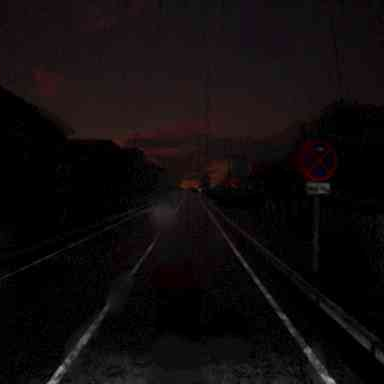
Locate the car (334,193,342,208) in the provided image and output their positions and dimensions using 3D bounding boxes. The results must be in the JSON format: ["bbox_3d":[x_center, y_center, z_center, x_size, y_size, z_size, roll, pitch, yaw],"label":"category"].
[{"bbox_3d":[18.835,1.152,36.748,4.792,1.488,2.163,0,1,0],"label":"car"}]

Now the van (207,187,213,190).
[{"bbox_3d":[5.793,0.423,66.667,4.442,1.987,1.878,0,1,0],"label":"van"}]

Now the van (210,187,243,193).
[{"bbox_3d":[5.583,0.673,52.646,4.442,1.987,1.878,0,1,0],"label":"van"}]

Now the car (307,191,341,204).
[{"bbox_3d":[18.797,1.005,45.073,5.008,1.535,2.097,0,1,0],"label":"car"}]

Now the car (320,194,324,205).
[{"bbox_3d":[18.802,1.044,42.298,5.008,1.535,2.097,0,1,0],"label":"car"}]

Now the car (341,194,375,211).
[{"bbox_3d":[18.625,1.158,33.972,5.366,1.575,1.946,0,1,0],"label":"car"}]

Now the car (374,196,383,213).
[{"bbox_3d":[18.791,1.269,28.421,4.792,1.488,2.163,0,1,0],"label":"car"}]

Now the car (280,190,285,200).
[{"bbox_3d":[18.740,0.827,58.949,4.792,1.488,2.163,0,1,0],"label":"car"}]

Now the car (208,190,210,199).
[{"bbox_3d":[5.720,0.839,58.254,4.792,1.488,2.163,0,1,0],"label":"car"}]

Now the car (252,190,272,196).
[{"bbox_3d":[18.724,0.150,89.484,4.892,1.521,2.231,0,1,0],"label":"car"}]

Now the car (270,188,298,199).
[{"bbox_3d":[18.731,0.440,64.501,5.566,2.045,2.435,0,1,0],"label":"car"}]

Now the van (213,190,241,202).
[{"bbox_3d":[5.812,0.628,55.448,4.442,1.987,1.878,0,1,0],"label":"van"}]

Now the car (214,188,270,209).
[{"bbox_3d":[5.695,0.845,38.627,5.566,2.045,2.435,0,1,0],"label":"car"}]

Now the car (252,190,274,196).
[{"bbox_3d":[18.538,0.206,86.707,5.366,1.575,1.946,0,1,0],"label":"car"}]

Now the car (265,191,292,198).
[{"bbox_3d":[18.932,0.510,72.832,5.366,1.575,1.946,0,1,0],"label":"car"}]

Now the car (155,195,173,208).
[{"bbox_3d":[-3.355,1.081,40.111,2.128,1.511,4.902,0,1,0],"label":"car"}]

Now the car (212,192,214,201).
[{"bbox_3d":[5.533,1.054,41.434,5.366,1.575,1.946,0,1,0],"label":"car"}]

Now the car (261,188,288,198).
[{"bbox_3d":[18.770,0.201,75.602,5.566,2.045,2.435,0,1,0],"label":"car"}]

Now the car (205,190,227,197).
[{"bbox_3d":[5.651,0.404,77.880,4.892,1.521,2.231,0,1,0],"label":"car"}]

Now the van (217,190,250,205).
[{"bbox_3d":[5.826,0.753,47.037,4.442,1.987,1.878,0,1,0],"label":"van"}]

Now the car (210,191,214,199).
[{"bbox_3d":[5.699,0.939,49.843,5.008,1.535,2.097,0,1,0],"label":"car"}]

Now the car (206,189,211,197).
[{"bbox_3d":[5.687,0.705,63.864,4.892,1.521,2.231,0,1,0],"label":"car"}]

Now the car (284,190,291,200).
[{"bbox_3d":[18.958,0.839,56.178,5.366,1.575,1.946,0,1,0],"label":"car"}]

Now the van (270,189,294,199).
[{"bbox_3d":[18.867,0.349,70.053,4.442,1.987,1.878,0,1,0],"label":"van"}]

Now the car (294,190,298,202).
[{"bbox_3d":[18.777,0.928,50.623,4.892,1.521,2.231,0,1,0],"label":"car"}]

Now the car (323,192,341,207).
[{"bbox_3d":[18.808,1.085,39.522,4.892,1.521,2.231,0,1,0],"label":"car"}]

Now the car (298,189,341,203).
[{"bbox_3d":[18.759,0.715,47.845,5.566,2.045,2.435,0,1,0],"label":"car"}]

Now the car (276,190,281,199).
[{"bbox_3d":[18.793,0.774,61.732,4.792,1.488,2.163,0,1,0],"label":"car"}]

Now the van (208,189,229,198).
[{"bbox_3d":[5.784,0.300,72.270,4.442,1.987,1.878,0,1,0],"label":"van"}]

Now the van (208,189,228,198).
[{"bbox_3d":[5.779,0.239,75.073,4.442,1.987,1.878,0,1,0],"label":"van"}]

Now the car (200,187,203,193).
[{"bbox_3d":[5.615,-0.032,86.282,5.566,2.045,2.435,0,1,0],"label":"car"}]

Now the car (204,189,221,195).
[{"bbox_3d":[5.603,-0.029,91.890,4.553,1.767,2.185,0,1,0],"label":"car"}]

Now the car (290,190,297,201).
[{"bbox_3d":[18.773,0.886,53.401,5.008,1.535,2.097,0,1,0],"label":"car"}]

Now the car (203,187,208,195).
[{"bbox_3d":[5.644,0.336,69.466,5.566,2.045,2.435,0,1,0],"label":"car"}]
